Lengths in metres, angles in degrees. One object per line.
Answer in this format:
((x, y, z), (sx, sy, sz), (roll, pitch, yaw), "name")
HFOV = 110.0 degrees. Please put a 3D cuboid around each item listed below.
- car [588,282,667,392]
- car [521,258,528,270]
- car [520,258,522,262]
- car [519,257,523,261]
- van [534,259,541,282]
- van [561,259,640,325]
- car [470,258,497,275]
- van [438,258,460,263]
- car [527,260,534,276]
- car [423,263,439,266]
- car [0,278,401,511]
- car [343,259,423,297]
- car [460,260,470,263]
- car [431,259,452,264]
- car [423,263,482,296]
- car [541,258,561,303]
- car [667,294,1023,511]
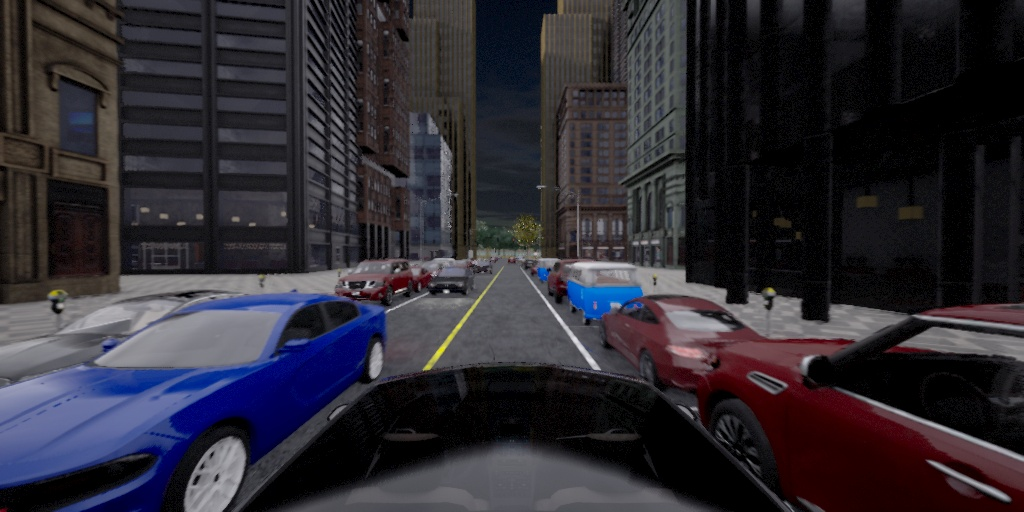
((2.776, 1.330, 6.408), (1.802, 1.307, 4.207), (0, 0, 0), "car")
((2.743, 1.289, 52.029), (1.948, 1.339, 4.313), (0, 0, 0), "car")
((2.741, 1.283, 57.233), (1.948, 1.339, 4.313), (0, 0, 0), "car")
((2.738, 1.260, 62.435), (2.007, 1.370, 4.403), (0, 0, 0), "car")
((2.791, 1.081, 26.758), (1.690, 1.789, 3.998), (0, 0, 0), "van")
((2.780, 1.087, 11.495), (1.690, 1.789, 3.998), (0, 0, 0), "van")
((-3.014, 1.290, 39.149), (2.033, 1.411, 5.357), (0, 0, 0), "car")
((-5.773, 1.083, 30.444), (1.690, 1.789, 3.998), (0, 0, 0), "van")
((2.750, 1.317, 36.421), (1.802, 1.307, 4.207), (0, 0, 0), "car")
((-5.769, 1.292, 20.671), (1.888, 1.381, 4.507), (0, 0, 0), "car")
((-3.096, 1.228, 4.277), (1.882, 1.535, 5.008), (0, 0, 0), "car")
((-5.767, 1.063, 15.785), (2.192, 1.841, 5.009), (0, 0, 0), "car")
((-5.778, 1.176, 40.395), (1.967, 1.591, 4.097), (0, 0, 0), "car")
((-5.771, 1.184, 25.557), (1.967, 1.591, 4.097), (0, 0, 0), "car")
((-3.073, 1.294, 19.483), (2.033, 1.411, 5.357), (0, 0, 0), "car")
((2.784, 1.059, 16.583), (2.192, 1.841, 5.009), (0, 0, 0), "car")
((2.773, 1.064, 1.320), (2.192, 1.841, 5.009), (0, 0, 0), "car")
